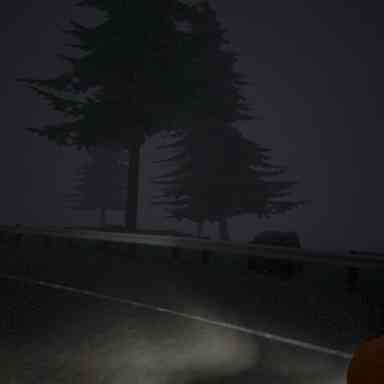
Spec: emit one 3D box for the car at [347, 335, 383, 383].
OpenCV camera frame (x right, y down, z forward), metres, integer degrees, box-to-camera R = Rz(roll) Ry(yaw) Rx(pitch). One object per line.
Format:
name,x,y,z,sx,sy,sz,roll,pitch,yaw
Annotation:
car,3.353,1.470,1.378,5.008,1.535,1.882,0,0,37
